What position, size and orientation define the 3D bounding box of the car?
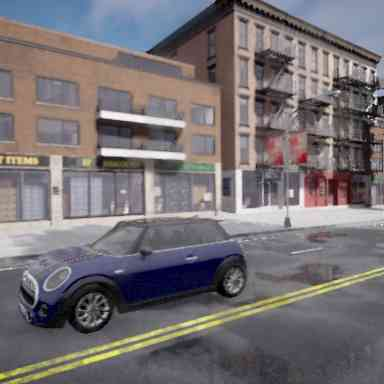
[{"bbox_3d":[-1.024,1.347,6.917,4.553,1.767,2.097,0,0,-35],"label":"car"}]
